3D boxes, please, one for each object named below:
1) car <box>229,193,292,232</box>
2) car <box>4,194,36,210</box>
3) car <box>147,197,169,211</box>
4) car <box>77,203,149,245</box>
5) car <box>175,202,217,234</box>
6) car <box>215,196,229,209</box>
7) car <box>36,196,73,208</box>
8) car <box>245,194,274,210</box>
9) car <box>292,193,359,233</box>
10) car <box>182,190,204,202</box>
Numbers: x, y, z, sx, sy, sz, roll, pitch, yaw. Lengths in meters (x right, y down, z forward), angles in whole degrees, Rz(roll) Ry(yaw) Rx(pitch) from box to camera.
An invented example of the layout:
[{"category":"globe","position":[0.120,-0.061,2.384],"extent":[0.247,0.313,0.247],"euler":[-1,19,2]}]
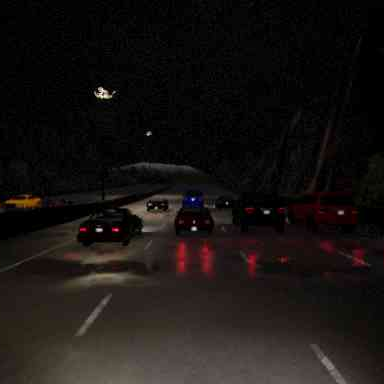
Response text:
[{"category":"car","position":[3.603,1.037,18.725],"extent":[2.150,2.045,5.566],"euler":[0,1,0]},{"category":"car","position":[-17.589,1.037,34.701],"extent":[1.882,1.535,5.008],"euler":[0,1,0]},{"category":"car","position":[-3.395,1.176,33.873],"extent":[1.895,1.301,4.718],"euler":[0,1,0]},{"category":"car","position":[-3.397,1.414,14.682],"extent":[2.033,1.411,5.357],"euler":[0,1,0]},{"category":"car","position":[0.103,1.426,18.030],"extent":[1.895,1.301,4.718],"euler":[0,1,0]},{"category":"car","position":[3.605,1.094,36.227],"extent":[1.994,1.385,4.181],"euler":[0,1,0]},{"category":"car","position":[-14.089,1.120,34.874],"extent":[1.994,1.385,4.181],"euler":[0,1,0]},{"category":"car","position":[7.105,1.034,35.559],"extent":[2.128,1.511,4.902],"euler":[0,1,0]},{"category":"car","position":[7.103,1.040,18.534],"extent":[2.150,2.045,5.566],"euler":[0,1,0]},{"category":"car","position":[0.105,0.778,34.860],"extent":[2.150,2.045,5.566],"euler":[0,1,0]}]
